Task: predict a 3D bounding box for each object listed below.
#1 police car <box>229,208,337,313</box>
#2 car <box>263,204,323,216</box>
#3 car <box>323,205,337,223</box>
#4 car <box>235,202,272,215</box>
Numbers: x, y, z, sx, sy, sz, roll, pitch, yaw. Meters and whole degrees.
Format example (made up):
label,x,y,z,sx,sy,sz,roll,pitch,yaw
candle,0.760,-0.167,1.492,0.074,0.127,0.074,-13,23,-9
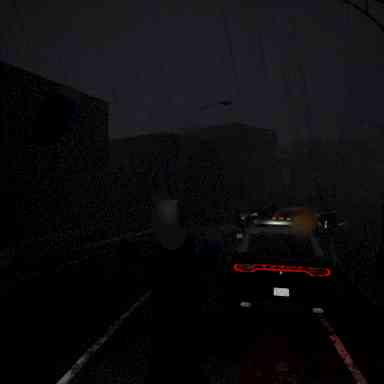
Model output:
label,x,y,z,sx,sy,sz,roll,pitch,yaw
police car,2.045,1.428,7.940,1.930,1.638,5.238,0,0,13
car,5.182,1.493,16.610,1.882,1.535,5.008,1,0,26
car,8.024,1.536,21.441,1.837,1.490,4.892,1,0,34
car,4.782,1.475,24.056,2.128,1.511,4.902,1,0,35
